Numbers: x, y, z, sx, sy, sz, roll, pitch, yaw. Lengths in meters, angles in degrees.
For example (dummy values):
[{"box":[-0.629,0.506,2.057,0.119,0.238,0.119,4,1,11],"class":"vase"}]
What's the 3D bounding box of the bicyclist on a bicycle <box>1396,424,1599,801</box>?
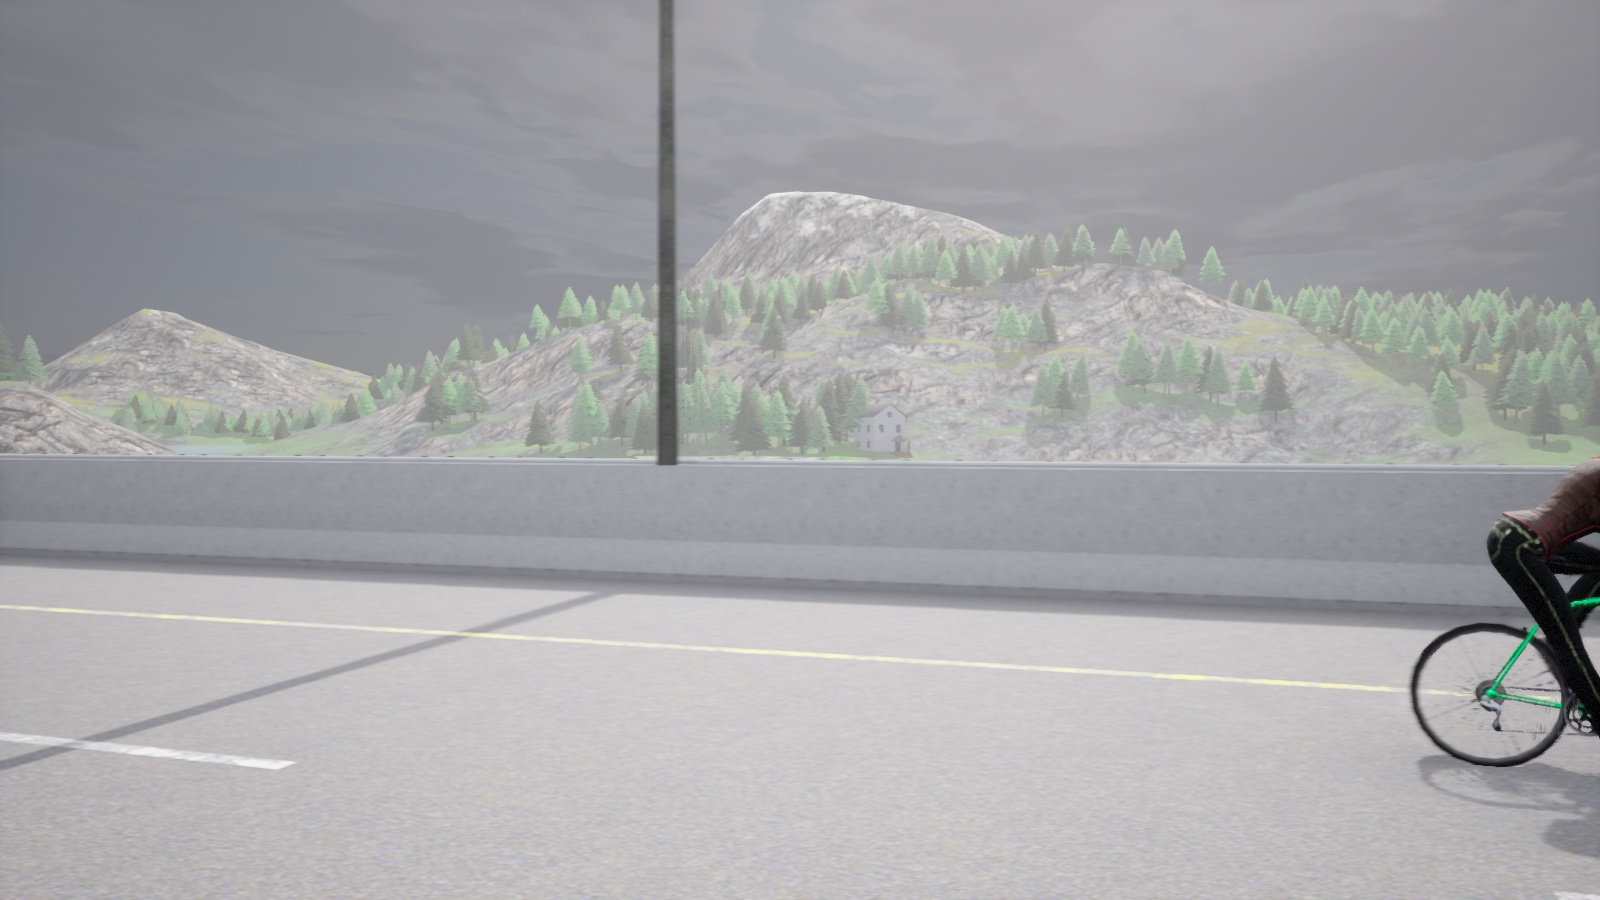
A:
[{"box":[3.648,0.706,5.657,1.656,1.620,0.582,1,1,19],"class":"bicyclist on a bicycle"}]
